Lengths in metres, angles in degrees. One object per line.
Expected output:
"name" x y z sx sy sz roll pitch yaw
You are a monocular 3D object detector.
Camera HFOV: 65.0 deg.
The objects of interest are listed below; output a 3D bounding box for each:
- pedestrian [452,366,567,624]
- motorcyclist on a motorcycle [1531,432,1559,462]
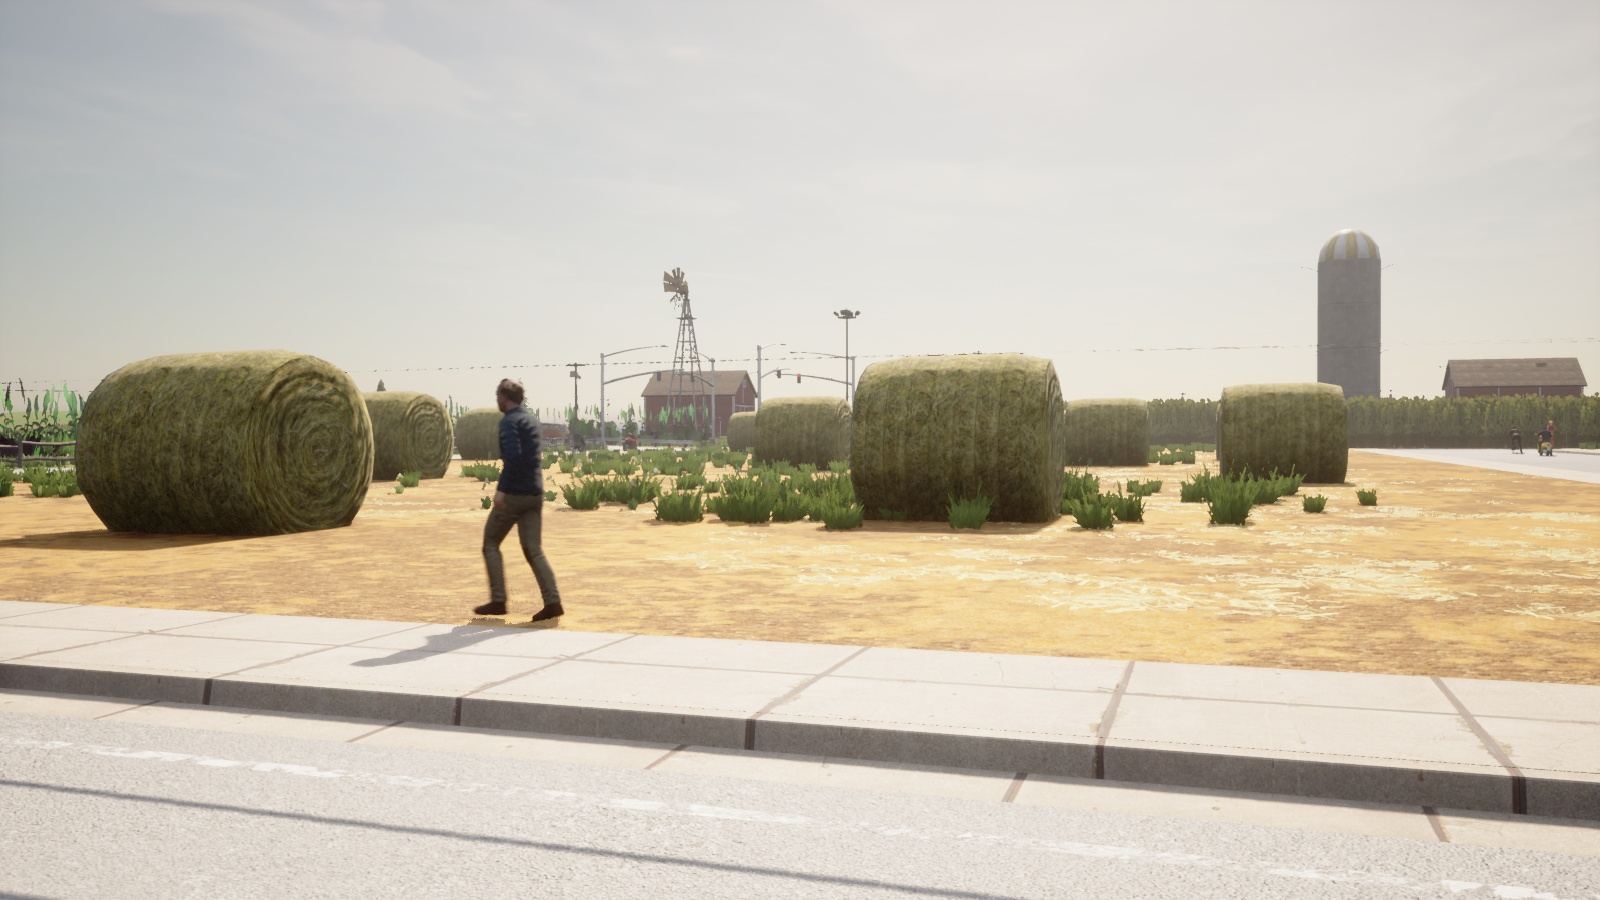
"pedestrian" -2.149 0.316 9.296 0.726 1.842 0.402 1 1 23
"motorcyclist on a motorcycle" 39.914 -0.175 67.309 0.866 1.590 1.817 1 1 18
